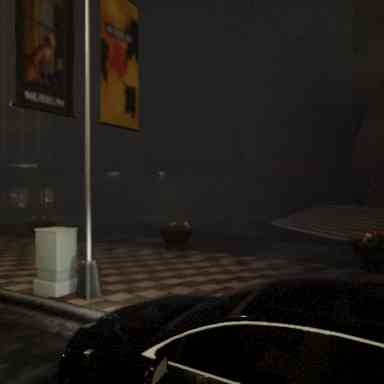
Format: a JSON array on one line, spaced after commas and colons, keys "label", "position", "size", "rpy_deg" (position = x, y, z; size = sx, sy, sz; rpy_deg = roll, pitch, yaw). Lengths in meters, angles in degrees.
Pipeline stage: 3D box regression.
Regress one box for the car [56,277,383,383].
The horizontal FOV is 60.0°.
[{"label": "car", "position": [0.900, 1.503, 2.648], "size": [4.892, 1.490, 1.837], "rpy_deg": [0, 0, 35]}]
